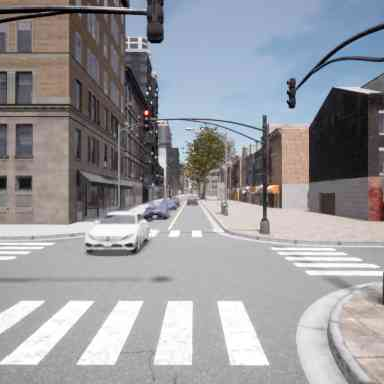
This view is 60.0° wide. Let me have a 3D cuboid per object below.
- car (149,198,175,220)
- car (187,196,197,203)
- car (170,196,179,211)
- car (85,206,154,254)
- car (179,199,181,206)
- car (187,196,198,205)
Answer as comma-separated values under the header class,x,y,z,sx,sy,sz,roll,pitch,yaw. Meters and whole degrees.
class,x,y,z,sx,sy,sz,roll,pitch,yaw
car,-2.857,1.534,28.244,2.033,1.411,5.357,0,0,0
car,0.082,1.547,69.286,1.994,1.385,4.181,0,0,0
car,-2.840,1.508,40.306,1.812,1.442,4.674,0,0,0
car,-2.853,1.517,13.568,1.812,1.442,4.674,0,0,0
car,-2.825,1.487,53.030,1.837,1.490,4.892,0,0,0
car,0.080,1.529,58.538,2.033,1.411,5.357,0,0,1
